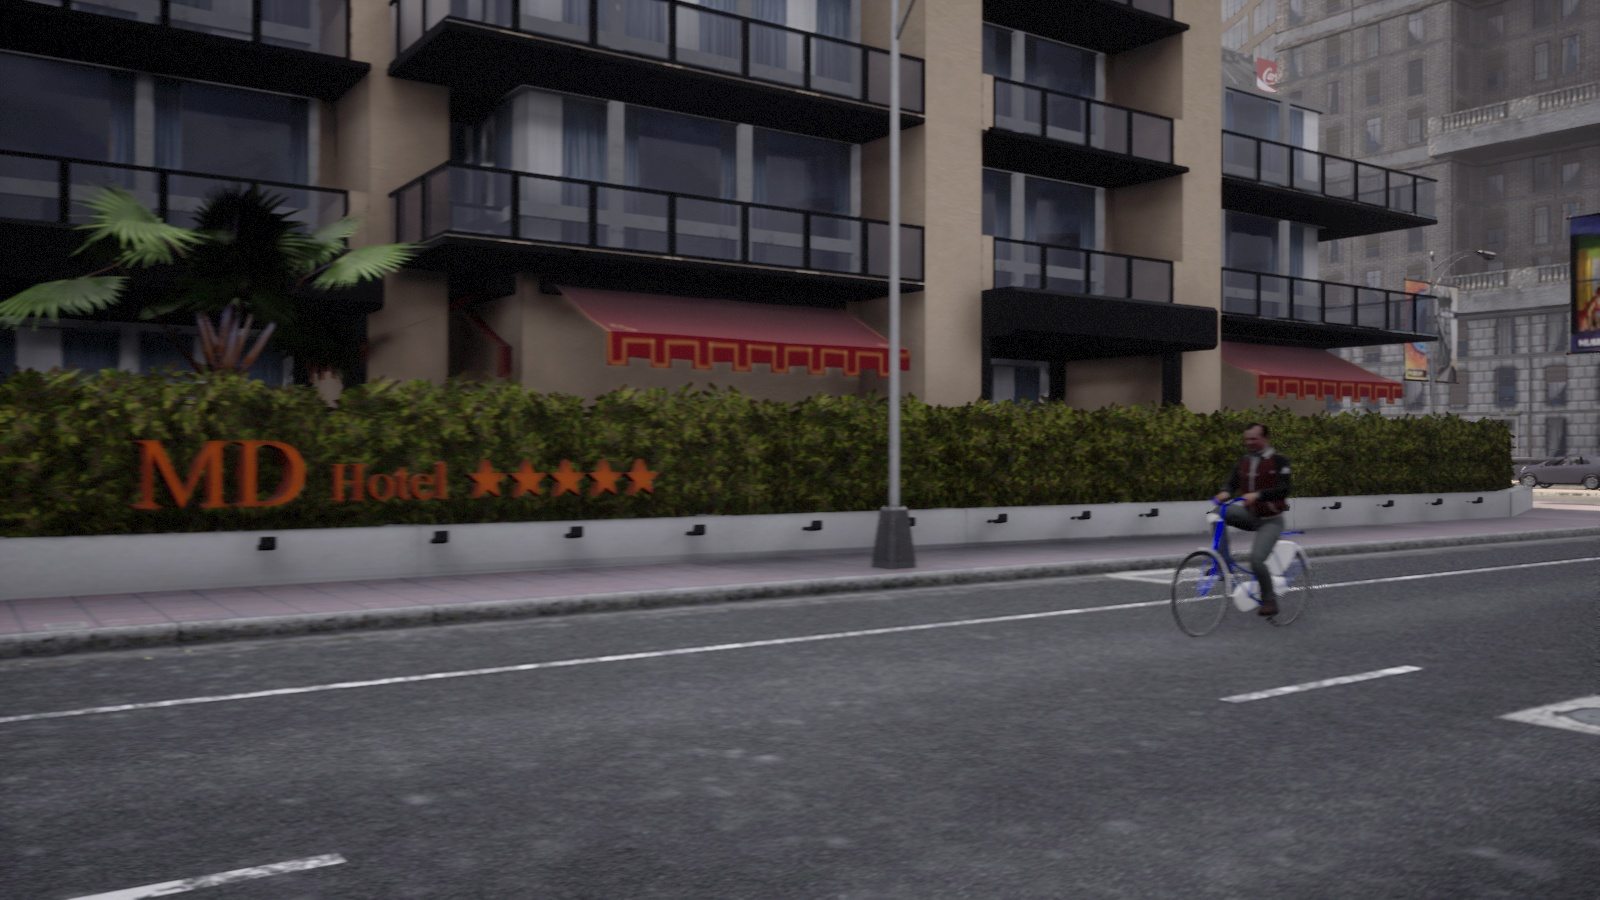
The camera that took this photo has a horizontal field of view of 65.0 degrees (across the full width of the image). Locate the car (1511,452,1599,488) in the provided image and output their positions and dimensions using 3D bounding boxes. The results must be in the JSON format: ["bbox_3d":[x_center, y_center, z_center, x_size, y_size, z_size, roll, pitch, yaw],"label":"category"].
[{"bbox_3d":[32.744,0.821,53.702,1.845,1.501,3.633,0,0,-35],"label":"car"}]

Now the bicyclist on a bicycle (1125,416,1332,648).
[{"bbox_3d":[3.570,0.633,10.408,1.843,1.776,0.659,0,0,-35],"label":"bicyclist on a bicycle"}]
